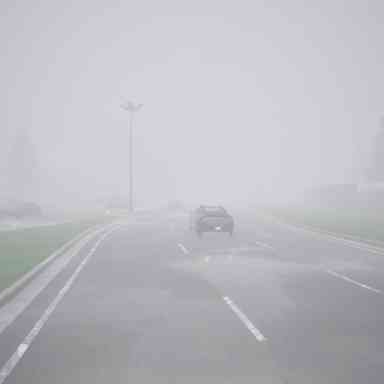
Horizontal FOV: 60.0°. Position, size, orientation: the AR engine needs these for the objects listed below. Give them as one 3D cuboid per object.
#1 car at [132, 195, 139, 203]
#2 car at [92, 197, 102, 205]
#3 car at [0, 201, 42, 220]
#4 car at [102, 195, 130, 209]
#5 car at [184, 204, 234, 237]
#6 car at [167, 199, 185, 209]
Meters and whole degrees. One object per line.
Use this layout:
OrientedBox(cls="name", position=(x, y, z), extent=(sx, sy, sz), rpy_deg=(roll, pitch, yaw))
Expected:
OrientedBox(cls="car", position=(-12.368, 1.352, 68.888), extent=(2.097, 1.767, 4.553), rpy_deg=(0, 0, 3))
OrientedBox(cls="car", position=(-16.415, 1.600, 59.808), extent=(1.895, 1.301, 4.718), rpy_deg=(0, 0, 3))
OrientedBox(cls="car", position=(-14.731, 1.525, 28.674), extent=(1.812, 1.442, 4.674), rpy_deg=(0, 0, 5))
OrientedBox(cls="car", position=(-10.194, 1.351, 45.455), extent=(2.097, 1.767, 4.553), rpy_deg=(0, 0, 3))
OrientedBox(cls="car", position=(0.978, 1.491, 18.195), extent=(2.128, 1.511, 4.902), rpy_deg=(0, 0, -6))
OrientedBox(cls="car", position=(-2.050, 1.600, 44.314), extent=(1.895, 1.301, 4.718), rpy_deg=(0, 0, 4))
